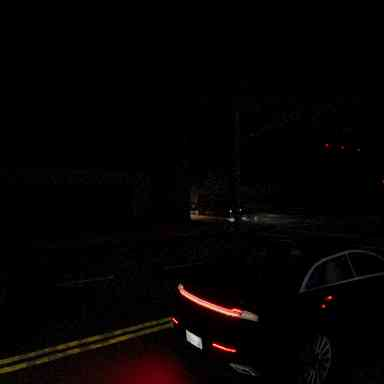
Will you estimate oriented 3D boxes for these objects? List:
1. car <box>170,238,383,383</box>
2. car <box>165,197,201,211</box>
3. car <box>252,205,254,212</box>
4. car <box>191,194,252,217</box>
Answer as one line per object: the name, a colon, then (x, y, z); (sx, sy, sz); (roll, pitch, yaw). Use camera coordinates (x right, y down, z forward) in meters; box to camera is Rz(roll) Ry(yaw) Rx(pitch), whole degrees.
car: (1.998, 1.492, 5.255); (4.902, 1.511, 2.128); (0, 0, -35)
car: (-1.243, 1.492, 42.265); (2.128, 1.511, 4.902); (0, 0, -37)
car: (4.295, 1.478, 34.845); (1.882, 1.535, 5.008); (0, 0, -37)
car: (2.578, 1.222, 31.302); (2.150, 2.045, 5.566); (0, 0, -36)
